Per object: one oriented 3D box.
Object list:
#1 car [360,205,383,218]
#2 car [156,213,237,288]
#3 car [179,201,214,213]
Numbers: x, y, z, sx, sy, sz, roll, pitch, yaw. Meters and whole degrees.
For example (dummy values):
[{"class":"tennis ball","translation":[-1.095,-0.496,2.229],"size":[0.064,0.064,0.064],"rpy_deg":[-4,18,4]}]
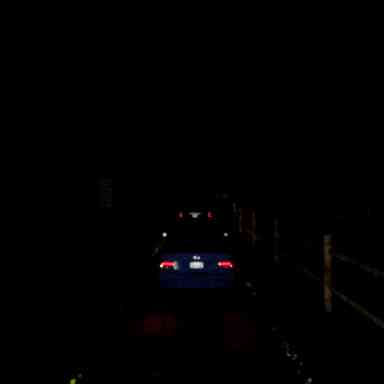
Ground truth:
[{"class":"car","translation":[19.738,1.951,33.851],"size":[4.718,1.301,1.895],"rpy_deg":[1,0,1]},{"class":"car","translation":[0.094,1.543,9.322],"size":[2.033,1.411,5.357],"rpy_deg":[0,0,0]},{"class":"car","translation":[0.291,1.342,20.566],"size":[2.097,1.767,4.553],"rpy_deg":[0,0,3]}]
